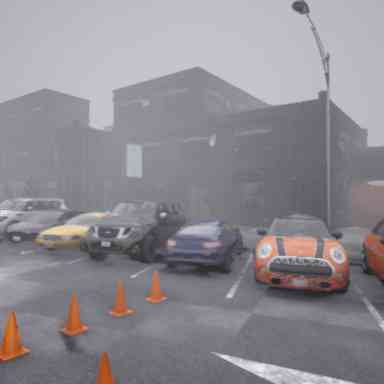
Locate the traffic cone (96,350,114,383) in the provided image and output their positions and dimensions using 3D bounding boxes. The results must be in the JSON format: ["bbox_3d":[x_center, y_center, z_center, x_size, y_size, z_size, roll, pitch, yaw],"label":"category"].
[{"bbox_3d":[-0.924,1.979,3.521,0.340,0.580,0.340,0,0,36],"label":"traffic cone"}]

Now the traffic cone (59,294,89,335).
[{"bbox_3d":[-1.951,1.989,5.507,0.340,0.580,0.340,0,0,36],"label":"traffic cone"}]

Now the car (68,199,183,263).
[{"bbox_3d":[-1.871,1.318,12.869,2.435,2.045,5.566,1,-1,16],"label":"car"}]

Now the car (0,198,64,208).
[{"bbox_3d":[-9.151,1.347,18.189,2.435,2.045,5.566,1,-1,16],"label":"car"}]

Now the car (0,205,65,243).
[{"bbox_3d":[-6.734,1.618,16.408,2.163,1.488,4.792,1,-1,16],"label":"car"}]

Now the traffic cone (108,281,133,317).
[{"bbox_3d":[-1.362,1.996,6.315,0.340,0.580,0.340,0,0,36],"label":"traffic cone"}]

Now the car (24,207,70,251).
[{"bbox_3d":[-4.353,1.572,14.484,1.946,1.575,5.366,1,-1,16],"label":"car"}]

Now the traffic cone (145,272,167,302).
[{"bbox_3d":[-0.773,2.002,7.123,0.340,0.580,0.340,0,0,36],"label":"traffic cone"}]

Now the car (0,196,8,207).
[{"bbox_3d":[-37.826,1.717,62.487,5.566,2.045,2.435,1,0,15],"label":"car"}]

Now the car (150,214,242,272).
[{"bbox_3d":[0.535,1.602,11.113,2.002,1.452,4.674,0,-1,16],"label":"car"}]

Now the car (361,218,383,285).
[{"bbox_3d":[5.397,1.424,7.601,2.185,1.767,4.553,1,-1,16],"label":"car"}]

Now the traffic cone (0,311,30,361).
[{"bbox_3d":[-2.540,1.983,4.699,0.340,0.580,0.340,0,0,36],"label":"traffic cone"}]

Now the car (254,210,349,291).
[{"bbox_3d":[2.975,1.430,9.373,2.185,1.767,4.553,1,-1,16],"label":"car"}]
